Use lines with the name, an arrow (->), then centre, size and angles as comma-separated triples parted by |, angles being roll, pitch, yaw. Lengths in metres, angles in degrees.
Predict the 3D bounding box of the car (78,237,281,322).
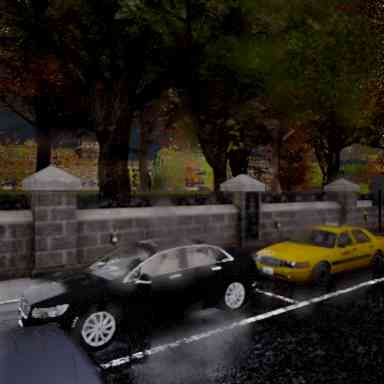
car -> -0.686, 1.552, 6.070 | 4.403, 1.369, 2.008 | 0, 0, -35

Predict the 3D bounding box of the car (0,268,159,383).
car -> -2.925, 1.547, 1.293 | 5.357, 1.411, 2.033 | 0, 0, -35

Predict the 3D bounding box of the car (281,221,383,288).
car -> 3.760, 1.530, 9.241 | 4.829, 1.417, 1.752 | 0, 0, -35
